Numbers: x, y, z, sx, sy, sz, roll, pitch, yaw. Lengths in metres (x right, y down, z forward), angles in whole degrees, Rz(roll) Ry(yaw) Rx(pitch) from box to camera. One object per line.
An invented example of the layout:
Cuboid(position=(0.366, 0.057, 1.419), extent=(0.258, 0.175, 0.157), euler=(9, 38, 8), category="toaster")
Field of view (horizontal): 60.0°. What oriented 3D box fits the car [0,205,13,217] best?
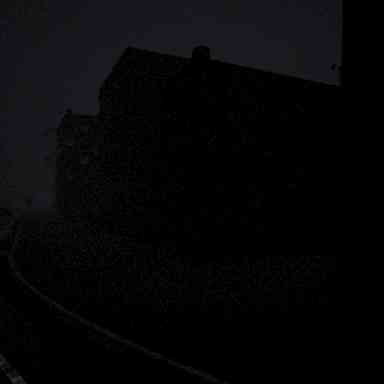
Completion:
Cuboid(position=(-24.596, 2.388, 43.436), extent=(1.882, 1.535, 5.008), euler=(1, -1, -25), category="car")
